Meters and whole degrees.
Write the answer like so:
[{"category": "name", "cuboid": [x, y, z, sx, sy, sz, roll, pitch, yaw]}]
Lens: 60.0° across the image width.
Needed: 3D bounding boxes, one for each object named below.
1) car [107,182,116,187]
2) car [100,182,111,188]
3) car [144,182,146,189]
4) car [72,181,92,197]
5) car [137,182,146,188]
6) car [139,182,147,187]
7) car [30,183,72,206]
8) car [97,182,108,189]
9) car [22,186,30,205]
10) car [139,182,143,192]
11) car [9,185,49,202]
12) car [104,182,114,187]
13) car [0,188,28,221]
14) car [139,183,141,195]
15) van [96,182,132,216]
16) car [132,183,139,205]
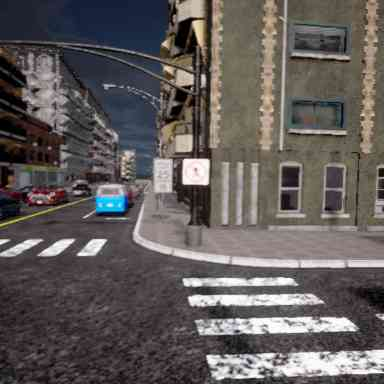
[{"category": "car", "cuboid": [-21.885, -2.130, 90.460, 1.752, 1.417, 4.829, 0, 2, -7]}, {"category": "car", "cuboid": [-20.607, -1.721, 79.668, 2.008, 1.369, 4.403, 0, 2, -7]}, {"category": "car", "cuboid": [-9.523, -0.914, 58.711, 1.967, 1.590, 4.097, 0, 2, -7]}, {"category": "car", "cuboid": [-13.031, -0.214, 39.363, 1.812, 1.442, 4.674, 1, 2, -7]}, {"category": "car", "cuboid": [-12.166, -1.710, 80.625, 1.967, 1.590, 4.097, 0, 2, -7]}, {"category": "car", "cuboid": [-13.416, -1.973, 91.595, 1.947, 1.339, 4.313, 0, 2, -7]}, {"category": "car", "cuboid": [-11.514, 0.090, 26.782, 2.097, 1.767, 4.553, 1, 2, -7]}, {"category": "car", "cuboid": [-19.931, -1.530, 74.189, 1.887, 1.381, 4.507, 0, 2, -7]}, {"category": "car", "cuboid": [-14.052, 0.342, 24.868, 1.802, 1.307, 4.206, 0, 2, -7]}, {"category": "car", "cuboid": [-7.577, -0.302, 42.273, 1.967, 1.590, 4.097, 0, 2, -7]}, {"category": "car", "cuboid": [-14.717, 0.116, 30.344, 1.947, 1.339, 4.313, 0, 2, -7]}, {"category": "car", "cuboid": [-21.257, -1.902, 85.150, 1.947, 1.339, 4.313, 0, 2, -7]}, {"category": "car", "cuboid": [-10.331, 0.681, 17.017, 1.994, 1.385, 4.181, 1, 2, -7]}, {"category": "car", "cuboid": [-6.934, -0.018, 36.966, 1.752, 1.417, 4.829, 0, 2, -7]}, {"category": "van", "cuboid": [-4.793, 0.436, 20.402, 1.690, 1.788, 3.998, 0, 2, -7]}, {"category": "car", "cuboid": [-5.542, 0.198, 25.843, 2.192, 1.841, 5.009, 0, 2, -7]}]
